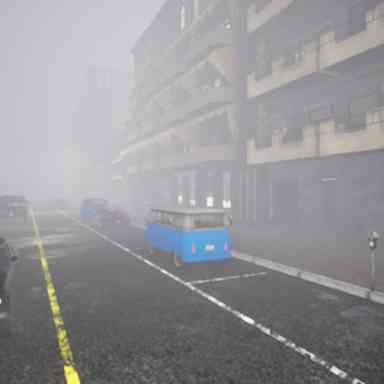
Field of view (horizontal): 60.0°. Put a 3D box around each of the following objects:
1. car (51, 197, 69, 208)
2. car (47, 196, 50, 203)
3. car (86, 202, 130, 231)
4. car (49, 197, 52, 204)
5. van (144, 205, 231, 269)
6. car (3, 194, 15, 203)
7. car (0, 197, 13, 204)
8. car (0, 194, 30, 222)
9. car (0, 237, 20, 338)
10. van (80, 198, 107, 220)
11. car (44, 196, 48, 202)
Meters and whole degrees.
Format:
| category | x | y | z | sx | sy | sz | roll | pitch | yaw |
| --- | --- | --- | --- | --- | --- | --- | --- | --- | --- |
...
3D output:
| category | x | y | z | sx | sy | sz | roll | pitch | yaw |
| --- | --- | --- | --- | --- | --- | --- | --- | --- | --- |
| car | -19.921 | 1.644 | 50.749 | 1.947 | 1.339 | 4.313 | 0 | 0 | -26 |
| car | -24.901 | 1.627 | 60.798 | 1.752 | 1.417 | 4.829 | 0 | 0 | -26 |
| car | -5.210 | 1.572 | 21.055 | 1.887 | 1.381 | 4.507 | 0 | 0 | -26 |
| car | -22.448 | 1.614 | 55.849 | 1.752 | 1.417 | 4.829 | 0 | 0 | -26 |
| van | -0.307 | 1.356 | 11.159 | 1.690 | 1.788 | 3.998 | 0 | 0 | -26 |
| car | -42.143 | 1.458 | 76.721 | 2.192 | 1.841 | 5.009 | 0 | 0 | -26 |
| car | -37.239 | 1.682 | 66.824 | 1.947 | 1.339 | 4.313 | 0 | 0 | -26 |
| car | -14.036 | 1.251 | 26.060 | 2.150 | 2.045 | 5.566 | 0 | 0 | -26 |
| car | -4.308 | 1.606 | 6.204 | 1.895 | 1.301 | 4.718 | 0 | 0 | -26 |
| van | -7.662 | 1.376 | 26.004 | 1.690 | 1.788 | 3.998 | 0 | 0 | -26 |
| car | -29.729 | 1.671 | 70.544 | 1.887 | 1.381 | 4.507 | 0 | 0 | -26 |
